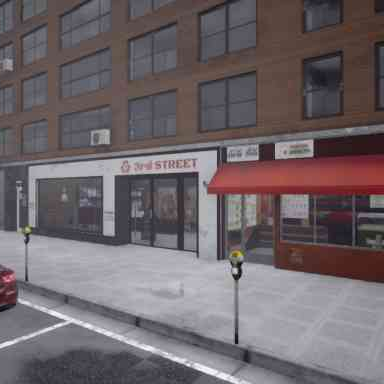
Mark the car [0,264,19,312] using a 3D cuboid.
[{"bbox_3d":[-4.925,1.582,6.327,4.206,1.307,1.802,0,0,36],"label":"car"}]
